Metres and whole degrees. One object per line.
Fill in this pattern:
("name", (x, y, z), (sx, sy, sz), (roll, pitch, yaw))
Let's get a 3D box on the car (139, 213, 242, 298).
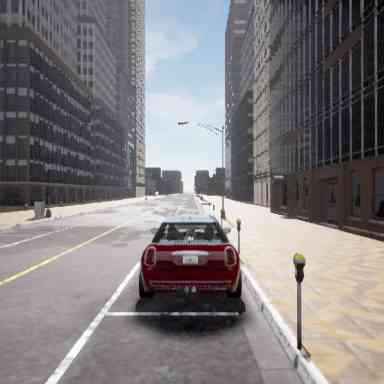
("car", (-0.032, 1.342, 8.619), (2.097, 1.767, 4.553), (0, 0, 0))
